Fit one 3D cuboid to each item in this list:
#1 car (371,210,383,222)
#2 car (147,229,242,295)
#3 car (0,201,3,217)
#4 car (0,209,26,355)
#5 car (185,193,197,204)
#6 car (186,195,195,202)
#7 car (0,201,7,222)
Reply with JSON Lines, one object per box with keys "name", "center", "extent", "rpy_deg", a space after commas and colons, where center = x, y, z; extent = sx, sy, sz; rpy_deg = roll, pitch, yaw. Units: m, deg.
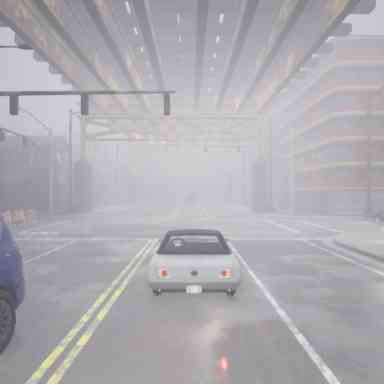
{"name": "car", "center": [16.309, 1.587, 24.541], "extent": [5.357, 1.411, 2.033], "rpy_deg": [0, 0, 0]}
{"name": "car", "center": [0.044, 1.615, 8.716], "extent": [1.895, 1.301, 4.718], "rpy_deg": [0, 0, 0]}
{"name": "car", "center": [-16.918, 1.336, 24.943], "extent": [4.536, 1.218, 1.853], "rpy_deg": [0, 0, -20]}
{"name": "car", "center": [-3.647, 1.227, 2.969], "extent": [2.150, 2.045, 5.566], "rpy_deg": [0, 0, -1]}
{"name": "car", "center": [-0.185, 1.278, 65.020], "extent": [2.150, 2.045, 5.566], "rpy_deg": [0, 0, 0]}
{"name": "car", "center": [-0.341, 1.470, 77.897], "extent": [1.837, 1.490, 4.892], "rpy_deg": [0, 1, 0]}
{"name": "car", "center": [-16.869, 1.494, 24.961], "extent": [4.974, 1.542, 2.038], "rpy_deg": [0, 0, -20]}
